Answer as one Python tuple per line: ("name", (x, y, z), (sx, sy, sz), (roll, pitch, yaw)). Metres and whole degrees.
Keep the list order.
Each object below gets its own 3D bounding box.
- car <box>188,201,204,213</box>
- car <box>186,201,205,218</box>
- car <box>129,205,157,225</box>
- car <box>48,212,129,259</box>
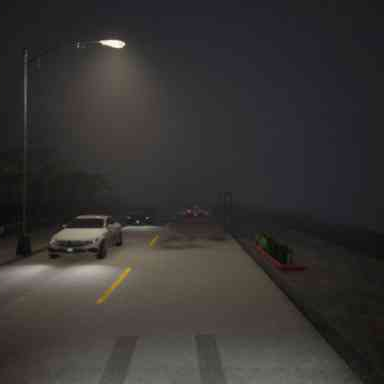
("car", (0.439, 1.941, 44.348), (2.033, 1.411, 5.357), (0, 0, -1))
("car", (0.353, 1.905, 34.243), (1.895, 1.301, 4.718), (0, -1, 0))
("car", (-3.875, 1.782, 26.589), (2.033, 1.411, 5.357), (0, -1, 1))
("car", (-3.985, 1.642, 13.223), (1.812, 1.442, 4.674), (0, -1, 1))
